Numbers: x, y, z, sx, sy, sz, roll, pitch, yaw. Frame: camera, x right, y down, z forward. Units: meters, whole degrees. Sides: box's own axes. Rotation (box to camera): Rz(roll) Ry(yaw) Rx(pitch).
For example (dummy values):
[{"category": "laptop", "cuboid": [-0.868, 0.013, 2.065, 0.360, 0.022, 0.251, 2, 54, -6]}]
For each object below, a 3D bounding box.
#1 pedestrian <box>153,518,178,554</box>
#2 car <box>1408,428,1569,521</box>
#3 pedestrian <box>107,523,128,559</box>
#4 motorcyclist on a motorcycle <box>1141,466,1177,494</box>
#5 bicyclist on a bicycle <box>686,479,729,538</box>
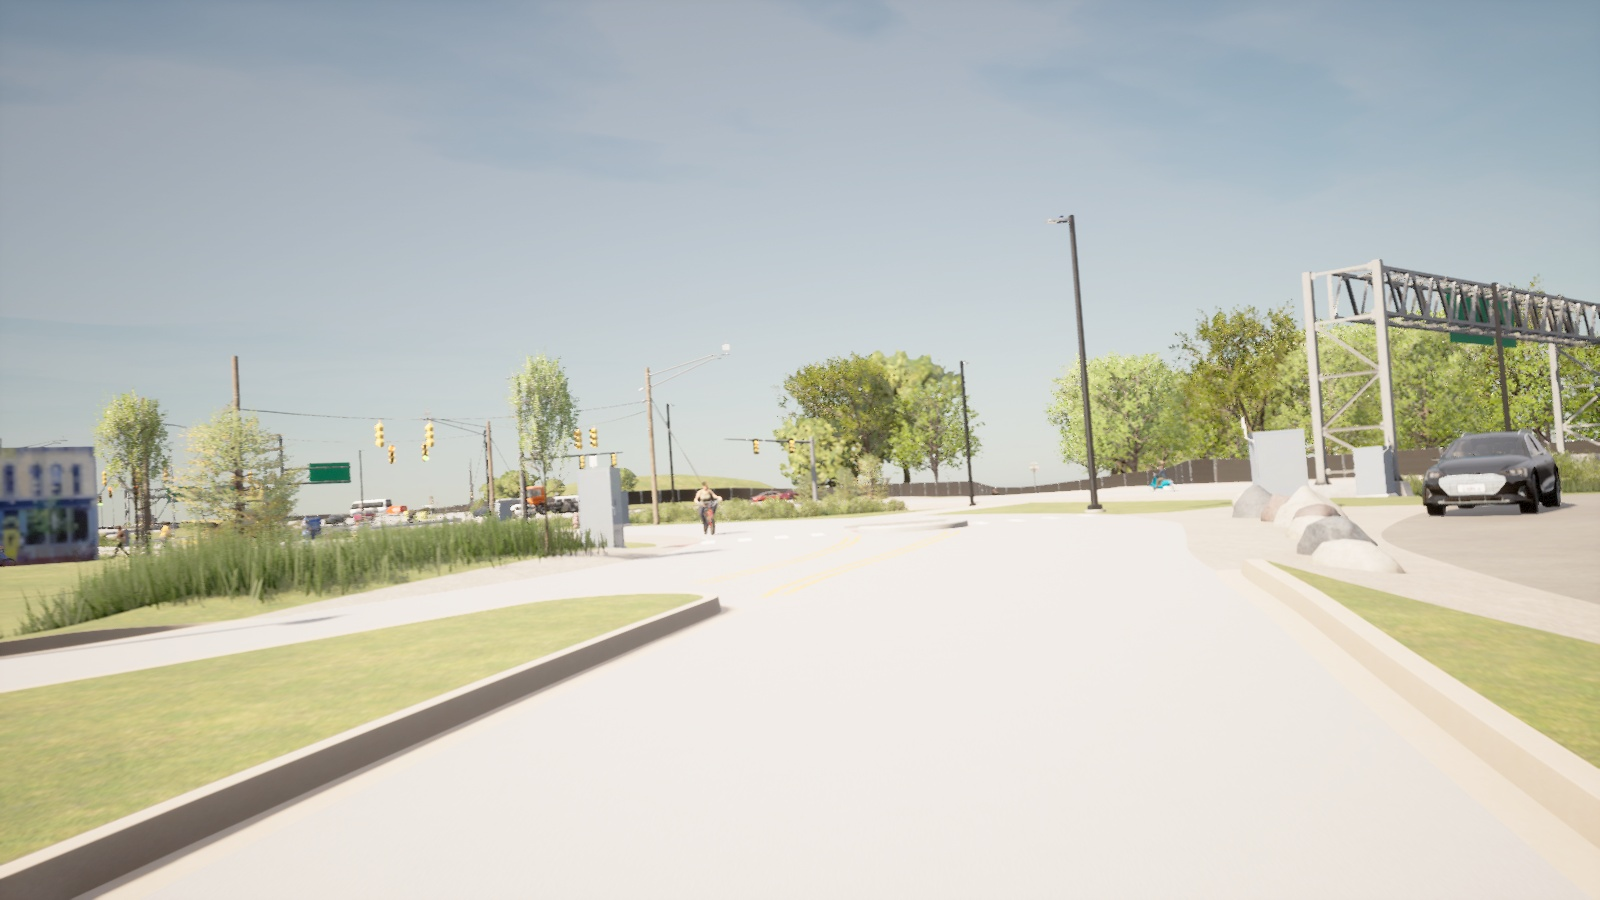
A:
[{"category": "pedestrian", "cuboid": [-33.786, 4.578, 66.855, 0.874, 1.855, 0.900, -7, -4, 42]}, {"category": "car", "cuboid": [13.954, 0.456, 25.315, 2.033, 1.649, 4.856, -4, -2, 38]}, {"category": "pedestrian", "cuboid": [-35.616, 4.739, 65.545, 0.328, 1.805, 0.869, -6, -4, 39]}, {"category": "motorcyclist on a motorcycle", "cuboid": [22.050, 1.857, 77.113, 0.866, 1.590, 1.817, -1, -3, -41]}, {"category": "bicyclist on a bicycle", "cuboid": [-2.715, 1.707, 36.748, 0.866, 1.612, 1.509, -4, -2, -16]}]
